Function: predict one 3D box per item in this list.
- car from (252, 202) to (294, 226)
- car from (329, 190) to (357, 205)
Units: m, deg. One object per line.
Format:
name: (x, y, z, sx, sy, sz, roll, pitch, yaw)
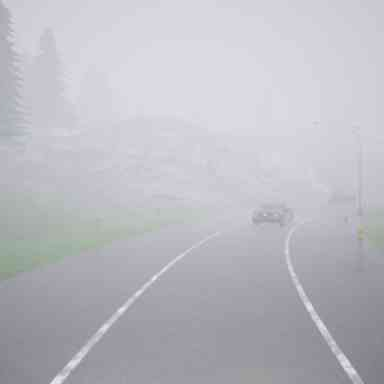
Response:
car: (5.388, 1.363, 21.796, 2.033, 1.411, 5.357, 0, 1, 26)
car: (18.182, 0.507, 40.012, 2.097, 1.767, 4.553, 1, 3, 41)
